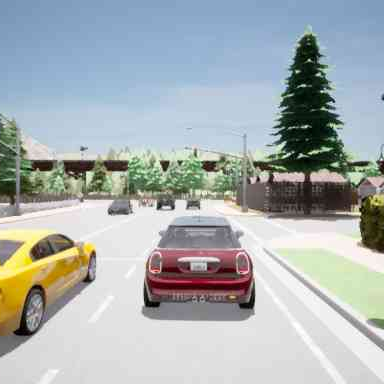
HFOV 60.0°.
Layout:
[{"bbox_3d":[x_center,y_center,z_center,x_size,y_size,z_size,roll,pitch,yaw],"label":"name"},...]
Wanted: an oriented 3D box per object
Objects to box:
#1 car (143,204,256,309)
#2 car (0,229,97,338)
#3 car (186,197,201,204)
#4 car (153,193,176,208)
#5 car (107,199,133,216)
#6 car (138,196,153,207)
[{"bbox_3d":[0.210,1.352,8.066,2.097,1.767,4.553,0,0,2],"label":"car"},{"bbox_3d":[-3.406,1.477,6.693,1.882,1.535,5.008,0,0,0],"label":"car"},{"bbox_3d":[0.189,1.502,45.347,1.837,1.490,4.892,0,0,0],"label":"car"},{"bbox_3d":[-3.315,1.215,43.038,2.150,2.045,5.566,0,-1,0],"label":"car"},{"bbox_3d":[-7.030,1.504,32.991,1.837,1.490,4.892,0,0,0],"label":"car"},{"bbox_3d":[-6.901,1.360,50.637,2.097,1.767,4.553,0,0,0],"label":"car"}]
